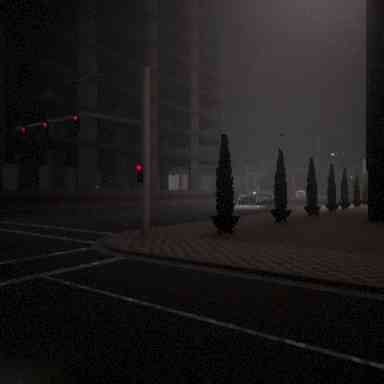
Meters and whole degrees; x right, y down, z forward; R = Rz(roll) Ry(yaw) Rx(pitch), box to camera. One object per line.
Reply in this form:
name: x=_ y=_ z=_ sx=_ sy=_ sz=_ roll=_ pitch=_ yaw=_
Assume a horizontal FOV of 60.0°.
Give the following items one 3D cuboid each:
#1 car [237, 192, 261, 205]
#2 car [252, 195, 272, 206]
car: x=9.728 y=1.413 z=58.454 sx=2.097 sy=1.767 sz=4.553 roll=0 pitch=0 yaw=36
car: x=12.529 y=1.664 z=56.355 sx=1.895 sy=1.301 sz=4.718 roll=0 pitch=0 yaw=36
